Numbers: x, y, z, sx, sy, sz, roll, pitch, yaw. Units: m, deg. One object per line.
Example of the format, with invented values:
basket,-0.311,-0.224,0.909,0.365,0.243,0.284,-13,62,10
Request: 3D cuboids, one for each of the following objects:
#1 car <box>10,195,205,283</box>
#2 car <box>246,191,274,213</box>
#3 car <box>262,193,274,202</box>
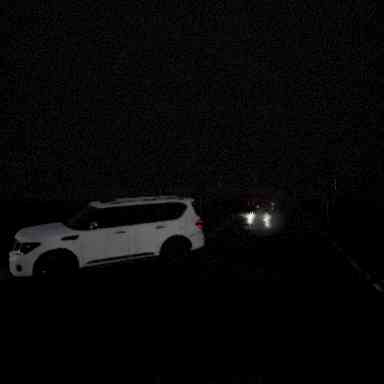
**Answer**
car,-2.287,1.224,9.912,5.566,2.045,2.150,-3,4,-28
car,6.757,0.974,33.305,2.150,2.045,5.566,0,1,15
car,13.424,0.899,58.639,1.812,1.442,4.674,0,0,15
